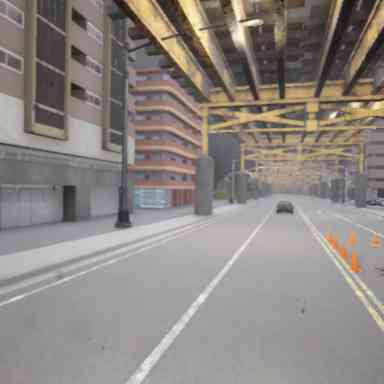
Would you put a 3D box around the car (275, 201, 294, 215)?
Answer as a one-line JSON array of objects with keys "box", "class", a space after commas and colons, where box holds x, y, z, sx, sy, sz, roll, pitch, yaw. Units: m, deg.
[{"box": [10.297, 1.692, 36.894, 2.033, 1.411, 5.357, 1, 1, 16], "class": "car"}]

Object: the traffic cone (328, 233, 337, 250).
[{"box": [6.016, 2.106, 13.944, 0.340, 0.580, 0.340, 1, 0, 16], "class": "traffic cone"}]

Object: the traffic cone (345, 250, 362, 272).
[{"box": [4.933, 2.081, 10.094, 0.340, 0.580, 0.340, 1, 0, 16], "class": "traffic cone"}]

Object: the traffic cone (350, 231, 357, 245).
[{"box": [7.520, 2.140, 15.598, 0.340, 0.580, 0.340, 1, 0, 16], "class": "traffic cone"}]

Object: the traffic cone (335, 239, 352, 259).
[{"box": [5.474, 2.094, 12.019, 0.340, 0.580, 0.340, 1, 0, 16], "class": "traffic cone"}]

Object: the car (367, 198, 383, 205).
[{"box": [34.310, 1.712, 59.816, 4.536, 1.218, 1.853, 1, 1, -4], "class": "car"}]

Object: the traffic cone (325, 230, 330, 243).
[{"box": [6.557, 2.117, 15.869, 0.340, 0.580, 0.340, 1, 0, 16], "class": "traffic cone"}]

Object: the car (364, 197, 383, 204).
[{"box": [35.739, 1.702, 63.693, 4.536, 1.218, 1.853, 2, 1, 41], "class": "car"}]

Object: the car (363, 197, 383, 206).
[{"box": [35.696, 1.859, 63.729, 4.974, 1.542, 2.038, 2, 1, 41], "class": "car"}]

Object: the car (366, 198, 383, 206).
[{"box": [34.255, 1.869, 59.814, 4.974, 1.542, 2.038, 1, 1, -4], "class": "car"}]
